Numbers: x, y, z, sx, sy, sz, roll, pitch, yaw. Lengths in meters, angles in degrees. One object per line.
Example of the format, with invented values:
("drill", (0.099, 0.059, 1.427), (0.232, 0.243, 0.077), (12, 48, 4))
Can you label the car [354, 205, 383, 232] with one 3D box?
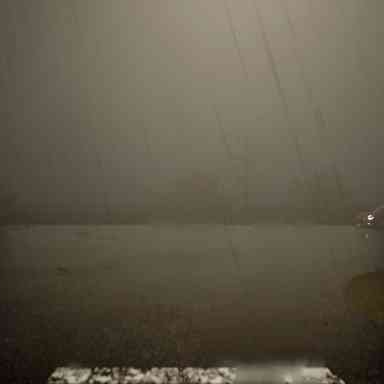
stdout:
("car", (12.971, 1.557, 21.469), (4.553, 1.767, 2.097), (0, 0, -2))
